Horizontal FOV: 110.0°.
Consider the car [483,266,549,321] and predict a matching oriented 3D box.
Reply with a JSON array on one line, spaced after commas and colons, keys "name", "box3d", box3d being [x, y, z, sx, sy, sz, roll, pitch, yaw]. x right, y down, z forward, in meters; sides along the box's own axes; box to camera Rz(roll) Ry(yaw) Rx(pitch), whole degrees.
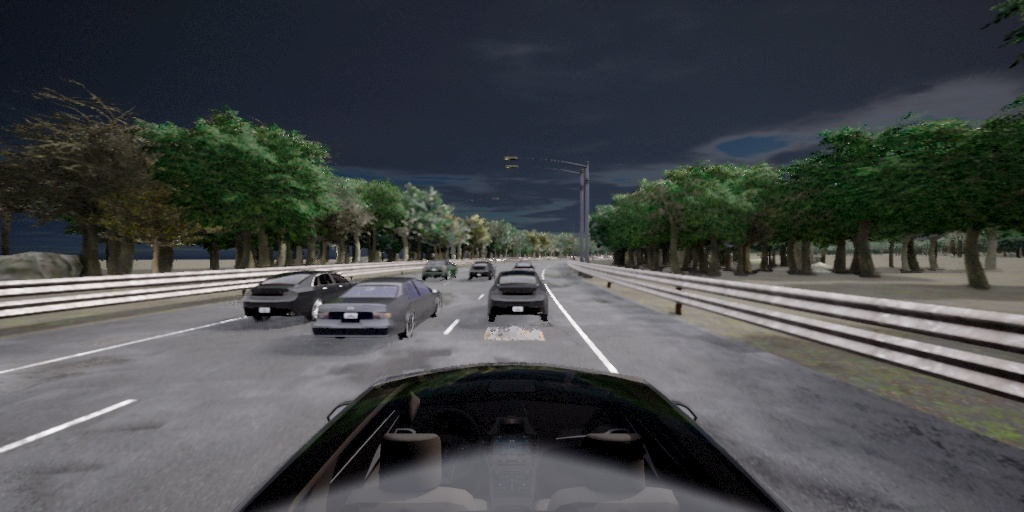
[{"name": "car", "box3d": [0.232, 1.244, 12.472, 1.837, 1.490, 4.892, 0, 0, 2]}]

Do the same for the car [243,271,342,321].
[{"name": "car", "box3d": [-6.761, 1.245, 12.303, 1.837, 1.490, 4.892, 0, 0, 1]}]

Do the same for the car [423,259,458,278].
[{"name": "car", "box3d": [-5.961, 1.072, 30.209, 2.097, 1.767, 4.553, 0, 0, 4]}]

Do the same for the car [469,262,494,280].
[{"name": "car", "box3d": [-2.433, 1.224, 30.577, 1.837, 1.490, 4.892, 0, 0, 4]}]

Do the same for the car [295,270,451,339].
[{"name": "car", "box3d": [-3.322, 1.290, 10.004, 2.033, 1.411, 5.357, 0, 0, 1]}]

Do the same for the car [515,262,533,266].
[{"name": "car", "box3d": [1.063, 1.210, 30.420, 2.128, 1.511, 4.902, 0, 0, 4]}]
